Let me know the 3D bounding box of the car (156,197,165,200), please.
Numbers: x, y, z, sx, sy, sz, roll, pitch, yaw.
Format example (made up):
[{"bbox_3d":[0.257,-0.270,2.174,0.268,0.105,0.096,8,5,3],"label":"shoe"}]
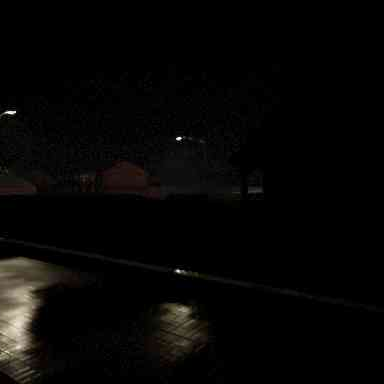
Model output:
[{"bbox_3d":[-3.433,1.295,38.045,1.882,1.535,5.008,1,0,36],"label":"car"}]

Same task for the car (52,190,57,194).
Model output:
[{"bbox_3d":[-27.727,0.525,66.031,3.866,1.878,1.905,1,0,36],"label":"car"}]
